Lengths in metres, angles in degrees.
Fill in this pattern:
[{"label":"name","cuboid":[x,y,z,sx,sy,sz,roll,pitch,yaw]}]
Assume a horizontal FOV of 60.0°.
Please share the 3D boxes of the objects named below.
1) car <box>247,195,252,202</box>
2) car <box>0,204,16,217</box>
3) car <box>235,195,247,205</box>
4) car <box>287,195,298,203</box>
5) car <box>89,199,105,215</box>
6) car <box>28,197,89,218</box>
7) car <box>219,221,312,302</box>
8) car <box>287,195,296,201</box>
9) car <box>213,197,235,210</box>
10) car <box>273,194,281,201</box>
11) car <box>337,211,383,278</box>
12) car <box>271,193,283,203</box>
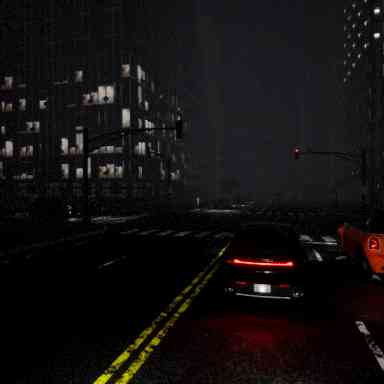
[{"label":"car","cuboid":[12.127,1.460,73.573,1.812,1.442,4.674,0,0,15]},{"label":"car","cuboid":[-16.674,1.435,27.305,4.313,1.339,1.947,1,1,16]},{"label":"car","cuboid":[8.122,1.466,58.496,1.837,1.490,4.892,0,0,15]},{"label":"car","cuboid":[21.147,1.467,69.494,2.128,1.511,4.902,0,0,15]},{"label":"car","cuboid":[-10.497,1.346,31.529,4.674,1.442,1.812,1,1,16]},{"label":"car","cuboid":[-11.710,1.218,28.685,4.553,1.767,2.097,1,1,17]},{"label":"car","cuboid":[1.886,1.501,8.386,1.837,1.490,4.892,0,0,15]},{"label":"car","cuboid":[23.742,1.469,79.487,2.033,1.411,5.357,0,0,15]},{"label":"car","cuboid":[4.087,1.503,43.041,1.812,1.442,4.674,0,0,14]},{"label":"car","cuboid":[20.596,1.240,80.307,1.882,1.535,5.008,0,0,15]},{"label":"car","cuboid":[5.761,1.347,9.976,2.097,1.767,4.553,0,0,15]},{"label":"car","cuboid":[17.982,1.161,70.253,2.150,2.045,5.566,0,0,15]}]
